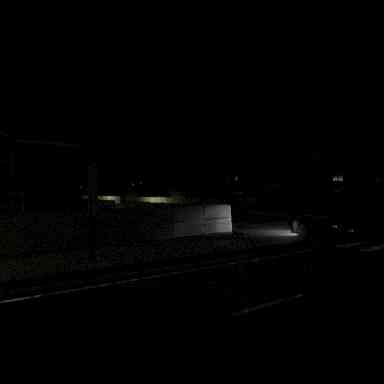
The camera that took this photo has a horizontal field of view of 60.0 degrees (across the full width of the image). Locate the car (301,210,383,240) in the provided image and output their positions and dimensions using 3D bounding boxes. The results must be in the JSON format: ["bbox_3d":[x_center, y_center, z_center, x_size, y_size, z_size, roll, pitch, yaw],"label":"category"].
[{"bbox_3d":[8.053,1.552,15.855,5.357,1.411,2.033,0,0,22],"label":"car"}]
